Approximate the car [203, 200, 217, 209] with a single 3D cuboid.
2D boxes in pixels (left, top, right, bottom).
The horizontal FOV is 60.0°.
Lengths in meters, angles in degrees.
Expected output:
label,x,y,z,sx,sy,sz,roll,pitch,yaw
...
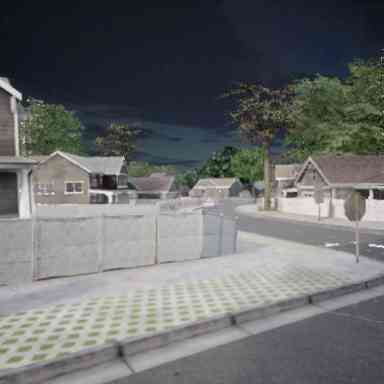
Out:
label,x,y,z,sx,sy,sz,roll,pitch,yaw
car,3.078,2.092,56.174,1.812,1.442,4.674,-1,-1,9
